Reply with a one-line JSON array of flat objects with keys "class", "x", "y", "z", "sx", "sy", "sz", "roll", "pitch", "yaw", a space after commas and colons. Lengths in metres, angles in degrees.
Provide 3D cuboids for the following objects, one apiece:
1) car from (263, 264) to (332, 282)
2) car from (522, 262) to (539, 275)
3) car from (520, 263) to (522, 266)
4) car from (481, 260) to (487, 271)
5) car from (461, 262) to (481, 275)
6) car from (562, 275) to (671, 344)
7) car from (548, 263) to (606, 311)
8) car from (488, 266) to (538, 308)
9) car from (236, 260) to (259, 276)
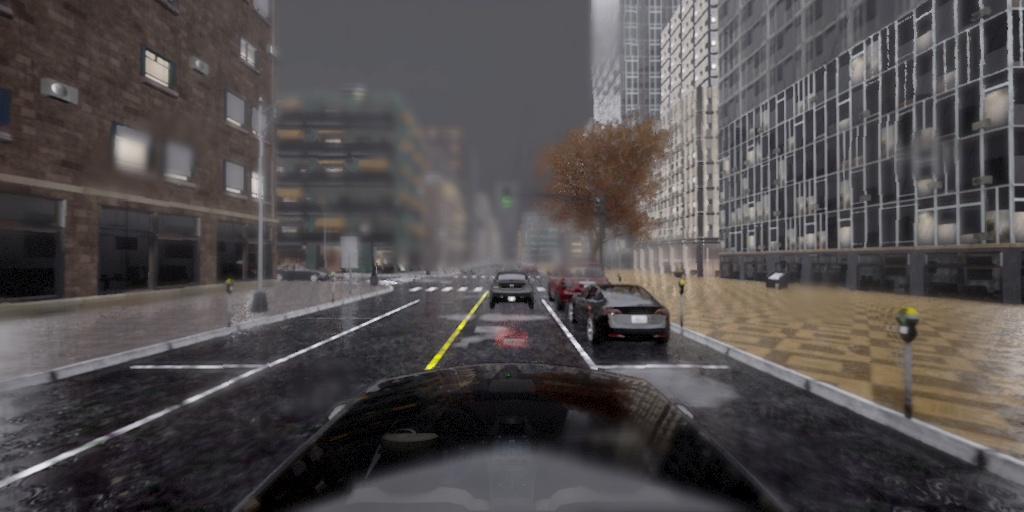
[{"class": "car", "x": -16.445, "y": 1.338, "z": 28.134, "sx": 4.403, "sy": 1.370, "sz": 2.007, "roll": 0, "pitch": 0, "yaw": -1}, {"class": "car", "x": 2.674, "y": 1.737, "z": 47.554, "sx": 1.888, "sy": 1.381, "sz": 4.507, "roll": 0, "pitch": 0, "yaw": 0}, {"class": "car", "x": 2.669, "y": 1.831, "z": 58.789, "sx": 1.751, "sy": 1.417, "sz": 4.829, "roll": 0, "pitch": 0, "yaw": 0}, {"class": "car", "x": -5.711, "y": 1.856, "z": 58.616, "sx": 2.007, "sy": 1.370, "sz": 4.403, "roll": 0, "pitch": 0, "yaw": 0}, {"class": "car", "x": -5.706, "y": 1.742, "z": 47.551, "sx": 2.007, "sy": 1.370, "sz": 4.403, "roll": 0, "pitch": 0, "yaw": 0}, {"class": "car", "x": 2.689, "y": 1.390, "z": 9.645, "sx": 1.948, "sy": 1.339, "sz": 4.313, "roll": 0, "pitch": 0, "yaw": 0}, {"class": "car", "x": 2.687, "y": 1.191, "z": 15.168, "sx": 2.192, "sy": 1.841, "sz": 5.009, "roll": 0, "pitch": 0, "yaw": 0}, {"class": "car", "x": -0.001, "y": 1.393, "z": 16.142, "sx": 1.837, "sy": 1.490, "sz": 4.892, "roll": 0, "pitch": 0, "yaw": 0}, {"class": "car", "x": -21.842, "y": 1.235, "z": 28.078, "sx": 4.829, "sy": 1.417, "sz": 1.751, "roll": 0, "pitch": 0, "yaw": -1}]
